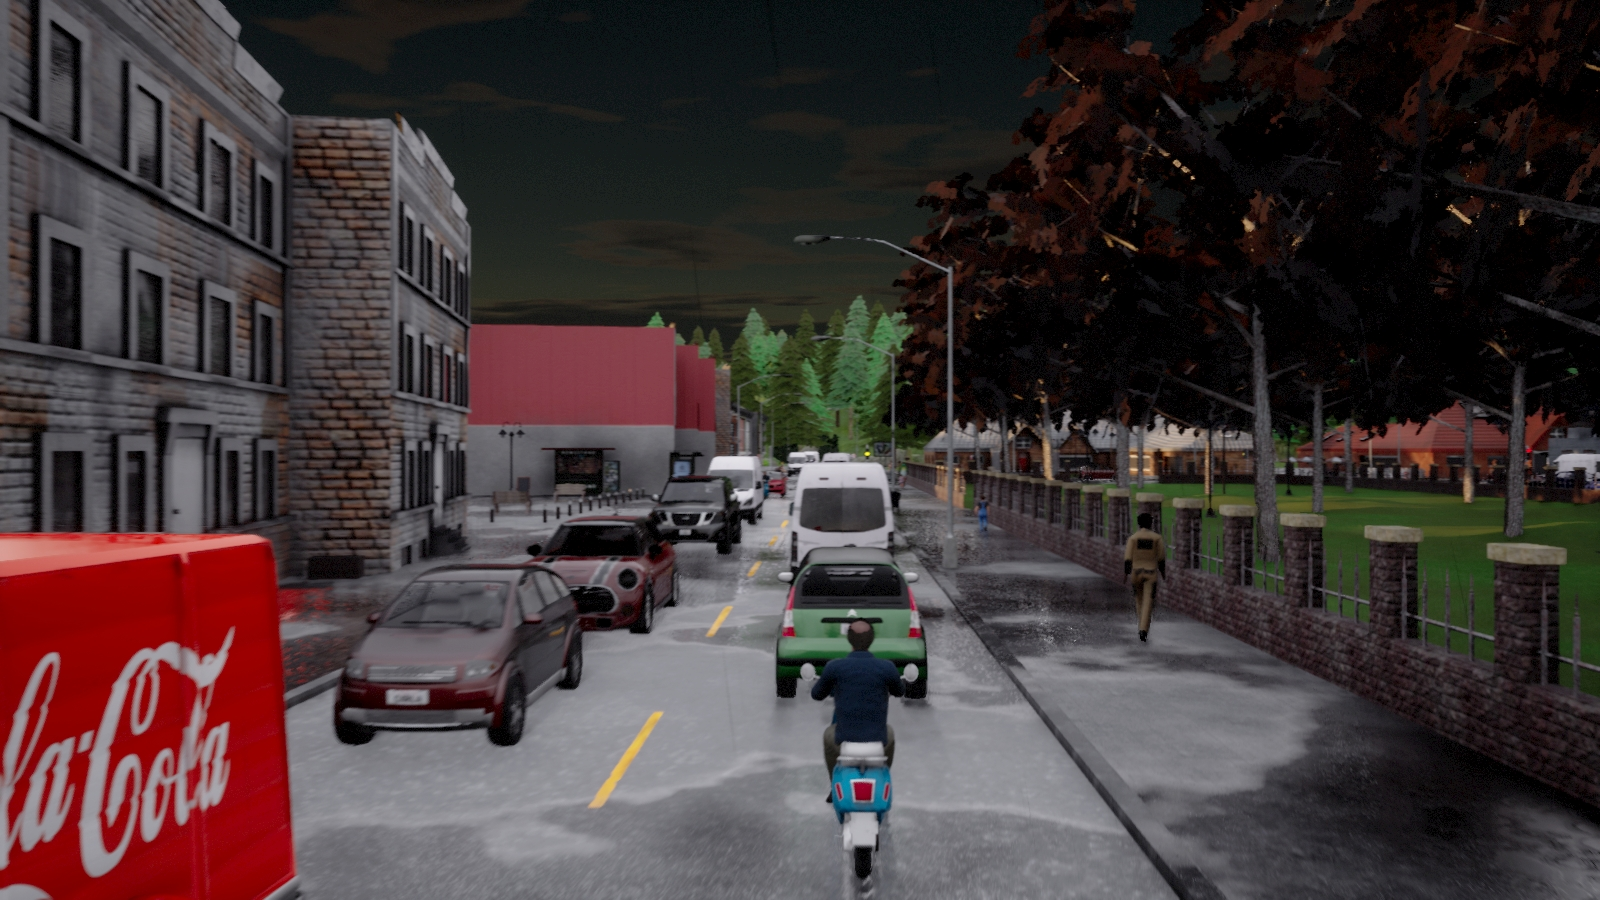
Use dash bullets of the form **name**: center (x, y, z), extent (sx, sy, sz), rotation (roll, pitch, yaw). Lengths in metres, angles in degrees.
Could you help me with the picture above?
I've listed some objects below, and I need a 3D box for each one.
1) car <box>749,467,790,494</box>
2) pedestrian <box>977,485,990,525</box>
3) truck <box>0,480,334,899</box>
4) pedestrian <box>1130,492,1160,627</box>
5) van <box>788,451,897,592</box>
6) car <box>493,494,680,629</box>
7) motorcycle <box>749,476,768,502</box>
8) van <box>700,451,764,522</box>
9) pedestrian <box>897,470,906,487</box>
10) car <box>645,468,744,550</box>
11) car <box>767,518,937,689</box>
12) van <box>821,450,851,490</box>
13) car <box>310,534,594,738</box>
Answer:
- **car**: center (-1.797, 1.837, 69.813), extent (2.231, 1.480, 4.892), rotation (0, 0, 2)
- **pedestrian**: center (6.051, 1.805, 37.661), extent (0.375, 1.300, 0.375), rotation (0, 0, 1)
- **truck**: center (-3.716, 1.356, 3.122), extent (2.627, 2.467, 5.204), rotation (0, -1, 2)
- **pedestrian**: center (4.849, 1.525, 16.065), extent (0.375, 1.860, 0.375), rotation (0, 0, 21)
- **van**: center (0.855, 1.313, 23.818), extent (1.988, 2.561, 5.915), rotation (0, 0, 2)
- **car**: center (-3.308, 1.684, 18.707), extent (2.097, 1.767, 4.553), rotation (0, 0, 2)
- **motorcycle**: center (-2.127, 1.981, 58.622), extent (0.867, 1.251, 2.209), rotation (0, 0, 2)
- **van**: center (-2.553, 1.311, 44.395), extent (1.988, 2.561, 5.915), rotation (0, 0, 2)
- **pedestrian**: center (6.820, 1.902, 76.800), extent (0.500, 1.100, 0.500), rotation (0, 0, -5)
- **car**: center (-2.861, 1.557, 32.339), extent (2.150, 2.045, 5.566), rotation (0, 0, 2)
- **car**: center (0.614, 1.779, 14.395), extent (1.851, 1.617, 3.988), rotation (0, 0, 1)
- **van**: center (2.430, 1.310, 77.577), extent (1.988, 2.561, 5.915), rotation (0, 0, 2)
- **car**: center (-3.463, 1.803, 12.112), extent (1.789, 1.549, 3.705), rotation (0, 0, 2)
